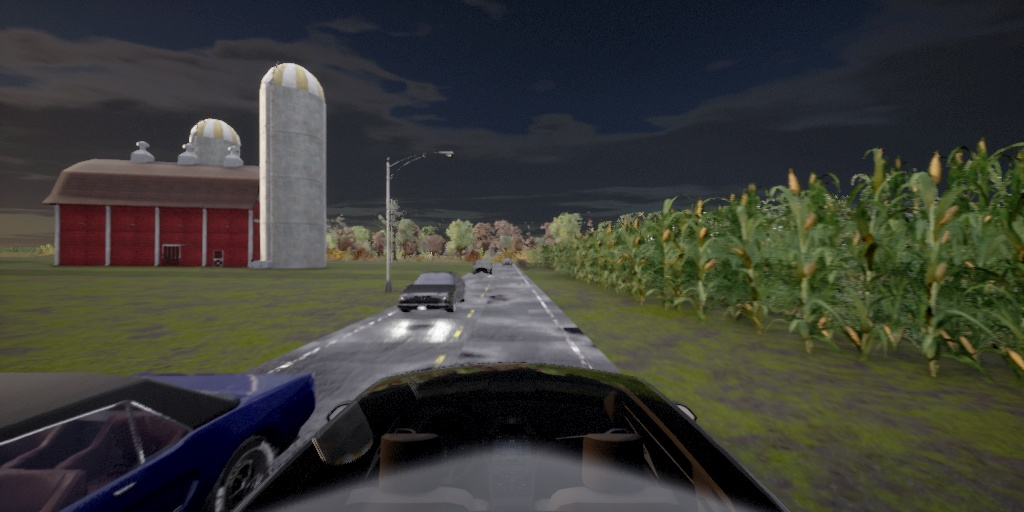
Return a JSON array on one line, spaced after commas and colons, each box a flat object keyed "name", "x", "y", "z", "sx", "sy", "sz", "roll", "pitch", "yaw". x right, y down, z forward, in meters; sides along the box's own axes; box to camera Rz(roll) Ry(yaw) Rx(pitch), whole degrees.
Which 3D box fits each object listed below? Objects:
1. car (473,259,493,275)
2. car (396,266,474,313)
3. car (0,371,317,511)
[{"name": "car", "x": -3.179, "y": 1.157, "z": 39.264, "sx": 2.097, "sy": 1.767, "sz": 4.553, "roll": 0, "pitch": 0, "yaw": -1}, {"name": "car", "x": -2.913, "y": 1.300, "z": 14.260, "sx": 2.033, "sy": 1.411, "sz": 5.357, "roll": 0, "pitch": 0, "yaw": 0}, {"name": "car", "x": -2.854, "y": 1.355, "z": 1.296, "sx": 1.895, "sy": 1.301, "sz": 4.718, "roll": 0, "pitch": 0, "yaw": 0}]
